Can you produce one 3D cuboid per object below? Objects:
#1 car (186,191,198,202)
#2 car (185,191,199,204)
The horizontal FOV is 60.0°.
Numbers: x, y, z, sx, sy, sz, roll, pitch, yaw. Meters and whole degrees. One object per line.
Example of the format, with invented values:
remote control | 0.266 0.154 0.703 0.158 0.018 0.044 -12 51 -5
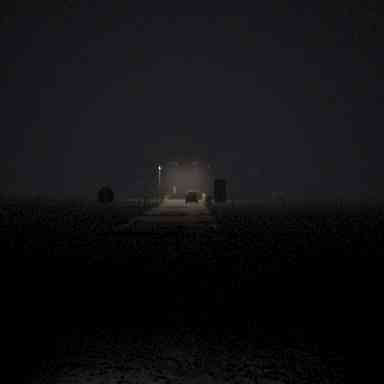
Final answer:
car | -0.013 0.767 63.403 2.150 2.045 5.566 0 0 0
car | -0.010 0.968 53.339 2.097 1.767 4.553 0 0 0
